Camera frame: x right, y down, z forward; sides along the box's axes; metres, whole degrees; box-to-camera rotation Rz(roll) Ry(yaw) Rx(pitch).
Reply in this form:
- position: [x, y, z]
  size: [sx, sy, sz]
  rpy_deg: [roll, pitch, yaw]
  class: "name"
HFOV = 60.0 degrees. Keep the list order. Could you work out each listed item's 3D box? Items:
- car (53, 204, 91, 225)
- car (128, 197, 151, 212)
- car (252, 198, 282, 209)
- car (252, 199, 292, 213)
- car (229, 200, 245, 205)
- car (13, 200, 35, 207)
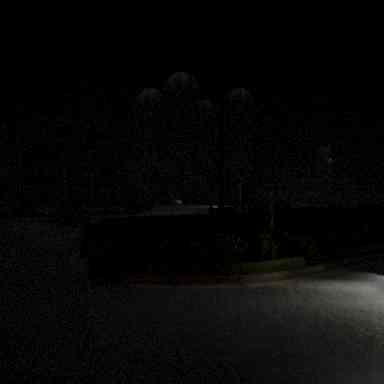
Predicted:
- position: [-8.966, 1.601, 24.665]
  size: [1.784, 1.438, 3.905]
  rpy_deg: [1, 0, -36]
  class: "car"
- position: [-6.878, 1.531, 42.753]
  size: [1.905, 1.878, 3.866]
  rpy_deg: [1, 0, -36]
  class: "car"
- position: [12.734, 1.967, 56.935]
  size: [2.242, 1.667, 4.611]
  rpy_deg: [1, 0, -36]
  class: "car"
- position: [9.145, 1.641, 37.983]
  size: [1.932, 1.855, 4.605]
  rpy_deg: [1, 0, -36]
  class: "car"
- position: [9.173, 1.993, 63.923]
  size: [4.902, 1.511, 2.128]
  rpy_deg: [1, 0, -36]
  class: "car"
- position: [-17.471, 1.573, 34.391]
  size: [1.816, 1.474, 4.193]
  rpy_deg: [1, 0, -36]
  class: "car"
